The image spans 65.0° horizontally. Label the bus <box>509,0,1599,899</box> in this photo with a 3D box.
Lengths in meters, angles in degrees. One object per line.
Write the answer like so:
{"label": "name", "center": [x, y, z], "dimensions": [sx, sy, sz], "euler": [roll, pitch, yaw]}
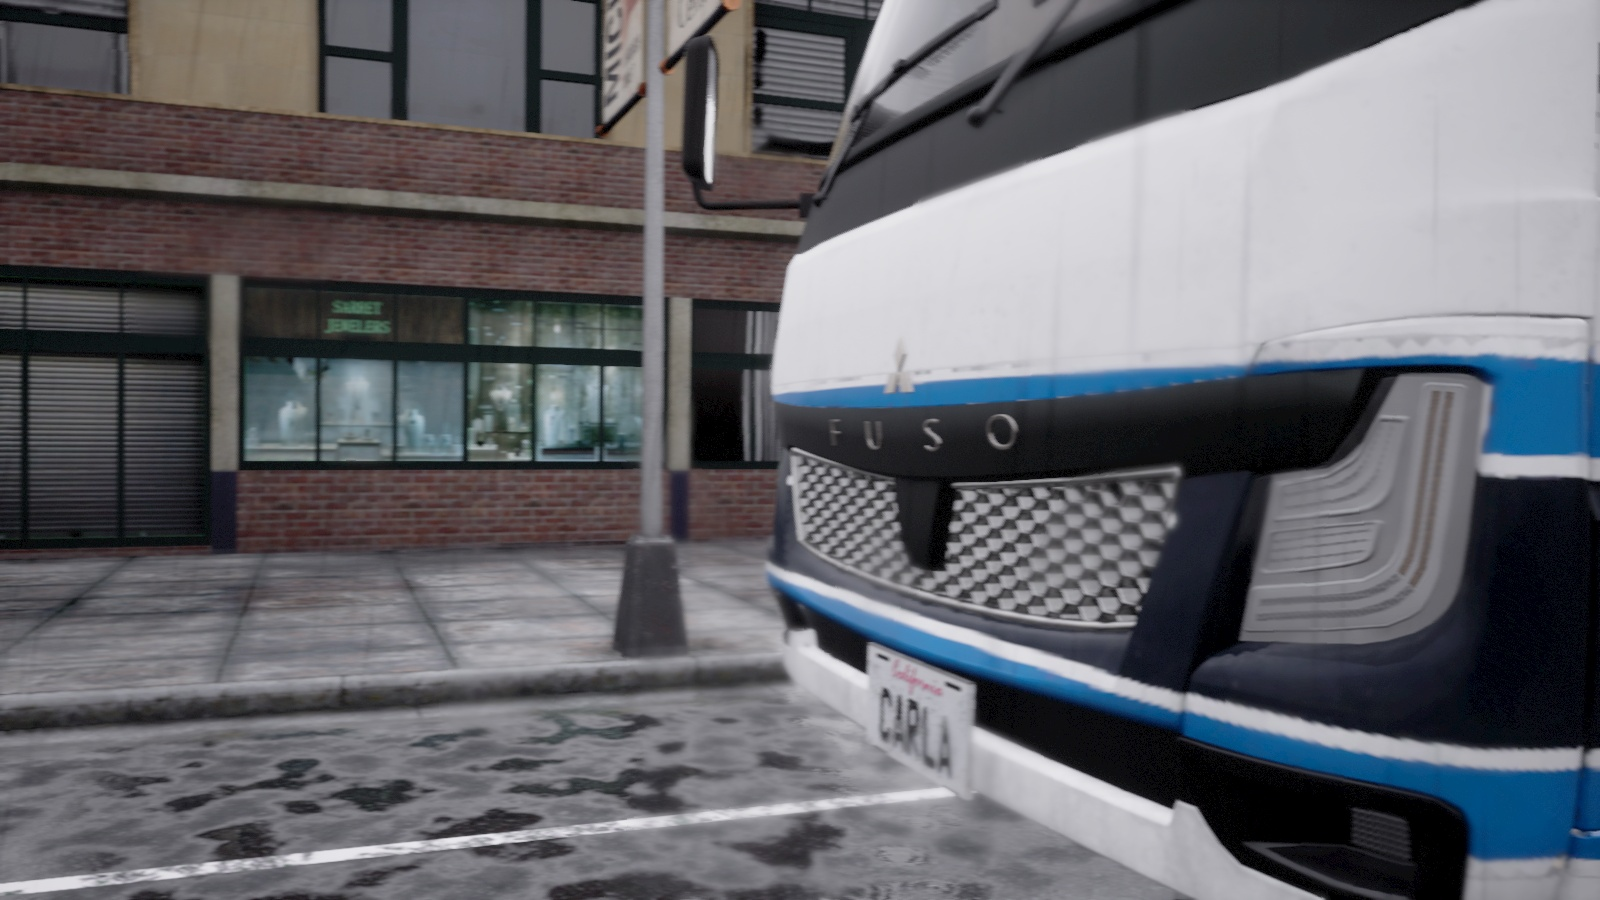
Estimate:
{"label": "bus", "center": [4.396, -0.703, 4.891], "dimensions": [10.273, 4.253, 3.944], "euler": [1, 0, -21]}
